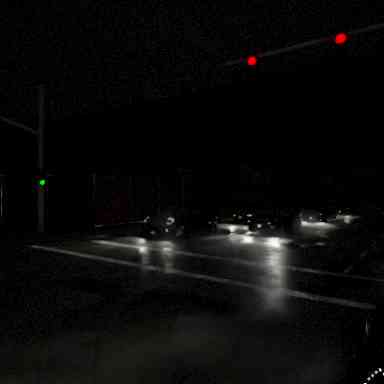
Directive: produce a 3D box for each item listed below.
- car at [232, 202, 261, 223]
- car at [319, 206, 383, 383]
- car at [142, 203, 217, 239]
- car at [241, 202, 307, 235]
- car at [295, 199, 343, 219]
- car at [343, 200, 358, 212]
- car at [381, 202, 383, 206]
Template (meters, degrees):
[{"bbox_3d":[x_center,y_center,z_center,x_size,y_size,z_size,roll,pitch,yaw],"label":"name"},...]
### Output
[{"bbox_3d":[4.784,1.559,25.392,1.837,1.490,4.892,0,0,35],"label":"car"},{"bbox_3d":[3.681,1.219,1.367,5.566,2.045,2.150,0,0,35],"label":"car"},{"bbox_3d":[-0.559,1.400,17.983,2.097,1.767,4.553,0,0,37],"label":"car"},{"bbox_3d":[4.956,1.553,19.585,1.837,1.490,4.892,0,0,35],"label":"car"},{"bbox_3d":[10.594,1.603,27.534,2.033,1.411,5.357,0,0,35],"label":"car"},{"bbox_3d":[16.573,1.610,35.930,2.033,1.411,5.357,0,0,36],"label":"car"},{"bbox_3d":[24.148,1.570,40.250,1.837,1.490,4.892,0,0,35],"label":"car"}]
